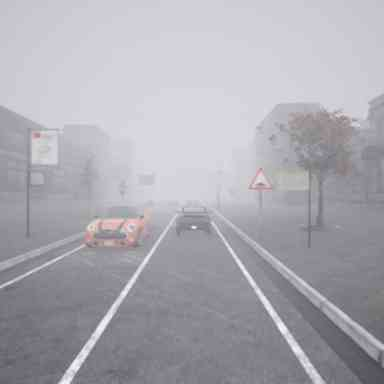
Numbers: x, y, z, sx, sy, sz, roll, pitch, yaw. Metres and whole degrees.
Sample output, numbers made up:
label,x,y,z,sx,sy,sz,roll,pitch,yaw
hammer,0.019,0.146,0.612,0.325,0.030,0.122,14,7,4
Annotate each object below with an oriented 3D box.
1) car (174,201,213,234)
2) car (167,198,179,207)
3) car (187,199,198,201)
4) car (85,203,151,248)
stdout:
label,x,y,z,sx,sy,sz,roll,pitch,yaw
car,0.096,1.484,18.958,1.837,1.490,4.892,1,0,0
car,-3.080,1.777,56.168,1.994,1.385,4.181,0,-1,0
car,0.083,1.522,37.126,2.033,1.411,5.357,0,0,0
car,-3.102,1.342,14.713,2.097,1.767,4.553,0,0,0
